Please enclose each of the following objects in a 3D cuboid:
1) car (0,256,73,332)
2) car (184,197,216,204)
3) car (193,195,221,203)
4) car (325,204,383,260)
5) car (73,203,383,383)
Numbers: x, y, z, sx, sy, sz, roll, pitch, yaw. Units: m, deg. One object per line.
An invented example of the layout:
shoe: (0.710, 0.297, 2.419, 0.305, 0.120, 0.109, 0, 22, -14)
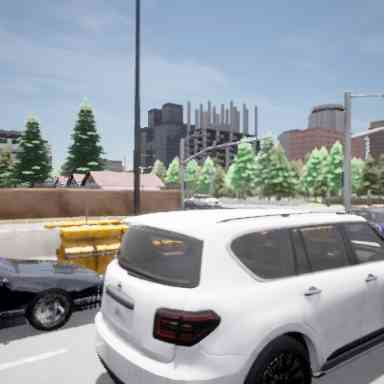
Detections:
car: (-4.125, 1.545, 5.110, 5.357, 1.411, 2.033, 0, 0, -36)
car: (0.432, 1.711, 45.203, 2.033, 1.411, 5.357, 0, 0, -33)
car: (1.984, 1.408, 49.212, 2.150, 2.045, 5.566, 0, 0, -33)
car: (7.712, 1.439, 13.546, 4.553, 1.767, 2.097, 0, 0, -35)
car: (1.469, 1.249, 4.796, 5.566, 2.045, 2.150, 0, 0, -35)
